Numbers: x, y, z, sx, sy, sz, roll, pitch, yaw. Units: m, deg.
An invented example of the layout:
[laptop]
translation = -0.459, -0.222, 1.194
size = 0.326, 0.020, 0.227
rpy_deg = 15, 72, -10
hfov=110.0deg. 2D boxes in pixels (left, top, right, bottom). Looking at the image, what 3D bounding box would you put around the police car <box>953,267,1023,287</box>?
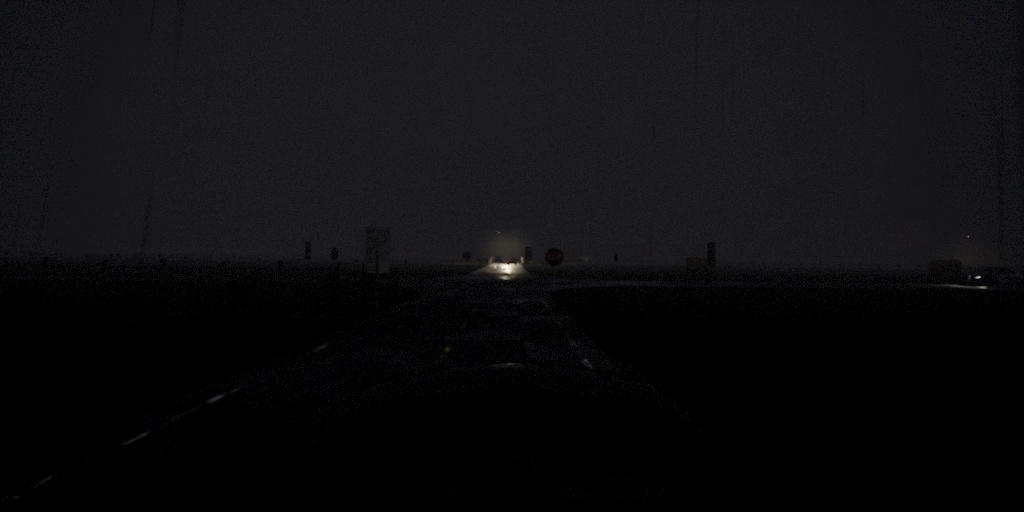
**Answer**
[police car]
translation = 39.190, 1.690, 29.328
size = 4.974, 1.542, 2.038
rpy_deg = 1, 0, -1
